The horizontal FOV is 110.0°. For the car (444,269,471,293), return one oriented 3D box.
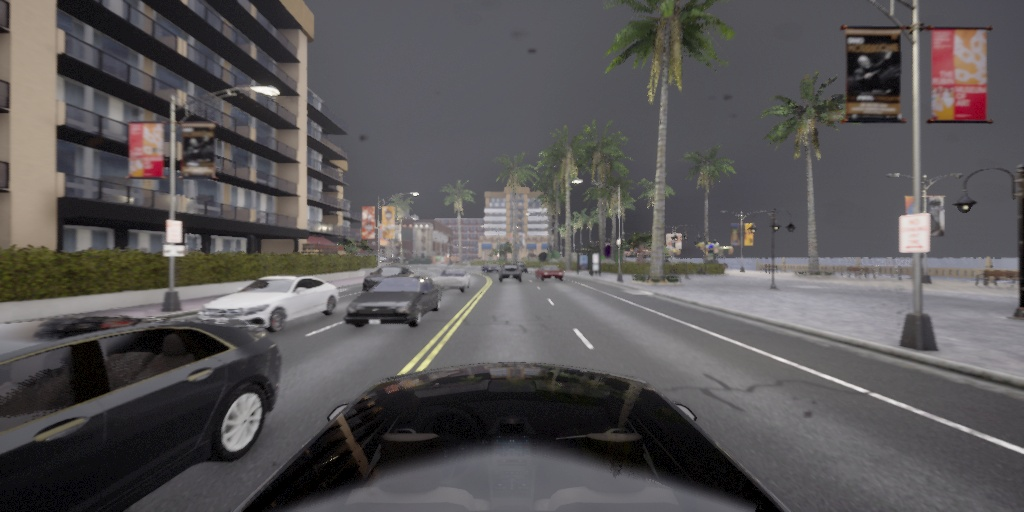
[{"bbox_3d":[-3.619,1.453,21.878,1.895,1.301,4.718,0,0,-2],"label":"car"}]

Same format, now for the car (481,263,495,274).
[{"bbox_3d":[-2.674,1.569,45.186,1.895,1.301,4.718,0,0,-15],"label":"car"}]

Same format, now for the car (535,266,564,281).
[{"bbox_3d":[3.219,1.501,31.902,1.895,1.301,4.718,0,0,-5],"label":"car"}]

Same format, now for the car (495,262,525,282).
[{"bbox_3d":[-0.222,1.402,30.962,1.837,1.490,4.892,0,0,-4],"label":"car"}]

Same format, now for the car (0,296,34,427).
[{"bbox_3d":[-7.098,1.246,2.073,2.128,1.511,4.902,0,0,0],"label":"car"}]

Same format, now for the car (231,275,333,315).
[{"bbox_3d":[-7.107,1.325,11.112,1.812,1.442,4.674,0,0,0],"label":"car"}]

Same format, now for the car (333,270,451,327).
[{"bbox_3d":[-3.601,1.350,12.033,2.033,1.411,5.357,0,0,0],"label":"car"}]

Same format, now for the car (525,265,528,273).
[{"bbox_3d":[0.598,1.481,46.442,1.837,1.490,4.892,0,0,-15],"label":"car"}]

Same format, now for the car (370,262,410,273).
[{"bbox_3d":[-7.130,1.328,21.262,1.882,1.535,5.008,0,0,0],"label":"car"}]

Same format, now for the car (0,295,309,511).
[{"bbox_3d":[-3.597,1.259,2.220,1.837,1.490,4.892,0,-1,0],"label":"car"}]
